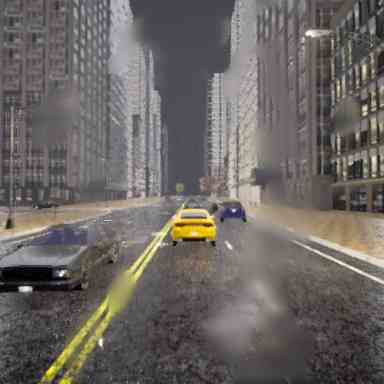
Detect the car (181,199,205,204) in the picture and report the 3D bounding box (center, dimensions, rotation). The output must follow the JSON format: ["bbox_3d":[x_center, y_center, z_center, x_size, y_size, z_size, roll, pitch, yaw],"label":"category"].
[{"bbox_3d":[0.056,1.751,34.393,1.994,1.385,4.181,0,0,0],"label":"car"}]

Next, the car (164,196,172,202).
[{"bbox_3d":[-6.613,1.839,91.128,2.097,1.767,4.553,0,0,0],"label":"car"}]

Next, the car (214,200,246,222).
[{"bbox_3d":[3.288,1.511,28.325,2.097,1.767,4.553,0,0,0],"label":"car"}]

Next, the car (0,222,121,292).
[{"bbox_3d":[-3.365,1.594,9.381,2.033,1.411,5.357,0,0,0],"label":"car"}]

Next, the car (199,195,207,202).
[{"bbox_3d":[3.136,2.015,91.475,2.128,1.511,4.902,0,0,0],"label":"car"}]

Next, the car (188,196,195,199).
[{"bbox_3d":[-0.115,2.079,91.501,1.895,1.301,4.718,0,0,0],"label":"car"}]

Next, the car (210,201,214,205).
[{"bbox_3d":[3.232,1.700,40.143,1.882,1.535,5.008,0,0,0],"label":"car"}]

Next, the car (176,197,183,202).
[{"bbox_3d":[-3.363,2.013,91.102,1.812,1.442,4.674,0,0,0],"label":"car"}]

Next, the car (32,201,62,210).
[{"bbox_3d":[-22.487,2.072,51.609,4.403,1.369,2.008,0,-1,-1],"label":"car"}]

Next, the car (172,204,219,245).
[{"bbox_3d":[0.079,1.566,16.142,1.882,1.535,5.008,0,0,0],"label":"car"}]
